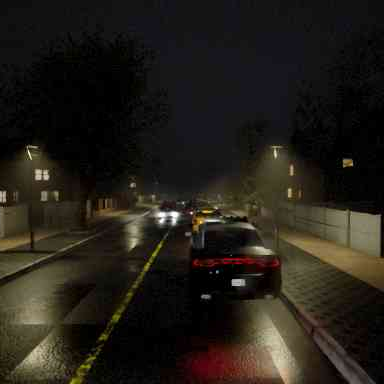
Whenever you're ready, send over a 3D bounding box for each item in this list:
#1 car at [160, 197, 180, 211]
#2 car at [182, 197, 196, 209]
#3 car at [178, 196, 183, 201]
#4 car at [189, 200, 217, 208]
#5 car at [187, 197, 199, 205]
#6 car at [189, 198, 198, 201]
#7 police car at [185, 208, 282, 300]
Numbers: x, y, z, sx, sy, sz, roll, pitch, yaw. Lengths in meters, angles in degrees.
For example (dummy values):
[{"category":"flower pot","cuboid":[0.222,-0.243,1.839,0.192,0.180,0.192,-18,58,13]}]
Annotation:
[{"category":"car","cuboid":[-2.753,1.601,39.643,1.895,1.301,4.718,0,0,0]},{"category":"car","cuboid":[0.130,1.489,45.101,2.128,1.511,4.902,0,0,1]},{"category":"car","cuboid":[-2.568,1.540,73.842,1.994,1.385,4.181,0,0,0]},{"category":"car","cuboid":[0.869,1.458,18.660,1.801,1.575,5.366,0,0,0]},{"category":"car","cuboid":[0.143,1.535,58.457,2.033,1.411,5.357,0,0,0]},{"category":"car","cuboid":[0.884,1.459,24.661,1.801,1.575,5.366,0,0,0]},{"category":"police car","cuboid":[0.844,1.427,8.578,1.930,1.638,5.238,0,0,0]}]
